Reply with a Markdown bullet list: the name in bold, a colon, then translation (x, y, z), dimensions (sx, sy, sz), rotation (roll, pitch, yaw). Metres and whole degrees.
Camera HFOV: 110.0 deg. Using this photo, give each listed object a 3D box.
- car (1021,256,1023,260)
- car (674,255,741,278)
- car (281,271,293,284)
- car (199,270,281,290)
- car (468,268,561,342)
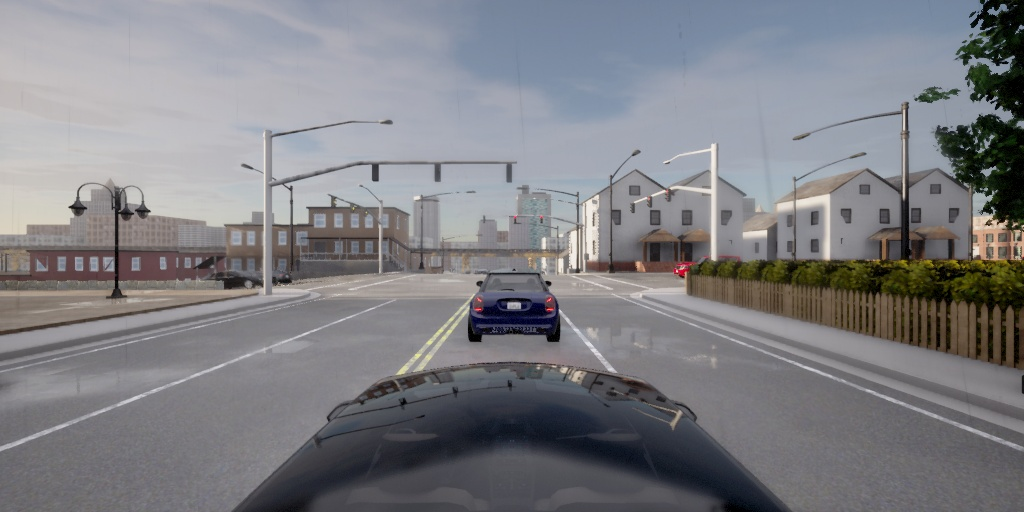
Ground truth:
- **car**: translation (42.784, 0.971, 27.774), dimensions (5.566, 2.045, 2.150), rotation (0, 0, -1)
- **car**: translation (17.042, 0.971, 31.060), dimensions (5.566, 2.045, 2.150), rotation (0, 0, -1)
- **car**: translation (-21.102, 1.891, 30.440), dimensions (4.181, 1.385, 1.994), rotation (-5, 0, -1)
- **car**: translation (-20.509, 1.789, 26.749), dimensions (4.892, 1.490, 1.837), rotation (-5, 0, -1)
- **car**: translation (0.055, 1.102, 9.942), dimensions (2.097, 1.767, 4.553), rotation (0, 0, 0)
